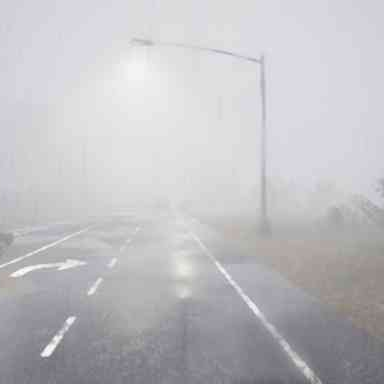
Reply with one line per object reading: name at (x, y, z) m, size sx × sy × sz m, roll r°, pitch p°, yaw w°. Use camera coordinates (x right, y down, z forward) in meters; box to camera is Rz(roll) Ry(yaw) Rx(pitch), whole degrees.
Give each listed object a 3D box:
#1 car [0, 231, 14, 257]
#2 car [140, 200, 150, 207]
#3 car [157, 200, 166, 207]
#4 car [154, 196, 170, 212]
car at (-7.966, 1.788, 11.245) m, size 1.895 × 1.301 × 4.718 m, roll 0°, pitch -1°, yaw -5°
car at (-10.176, 2.449, 72.717) m, size 2.033 × 1.411 × 5.357 m, roll 0°, pitch -1°, yaw -4°
car at (-6.763, 2.500, 73.904) m, size 1.895 × 1.301 × 4.718 m, roll 0°, pitch -1°, yaw -5°
car at (-4.396, 1.836, 48.416) m, size 2.150 × 2.045 × 5.566 m, roll 0°, pitch -1°, yaw -5°
